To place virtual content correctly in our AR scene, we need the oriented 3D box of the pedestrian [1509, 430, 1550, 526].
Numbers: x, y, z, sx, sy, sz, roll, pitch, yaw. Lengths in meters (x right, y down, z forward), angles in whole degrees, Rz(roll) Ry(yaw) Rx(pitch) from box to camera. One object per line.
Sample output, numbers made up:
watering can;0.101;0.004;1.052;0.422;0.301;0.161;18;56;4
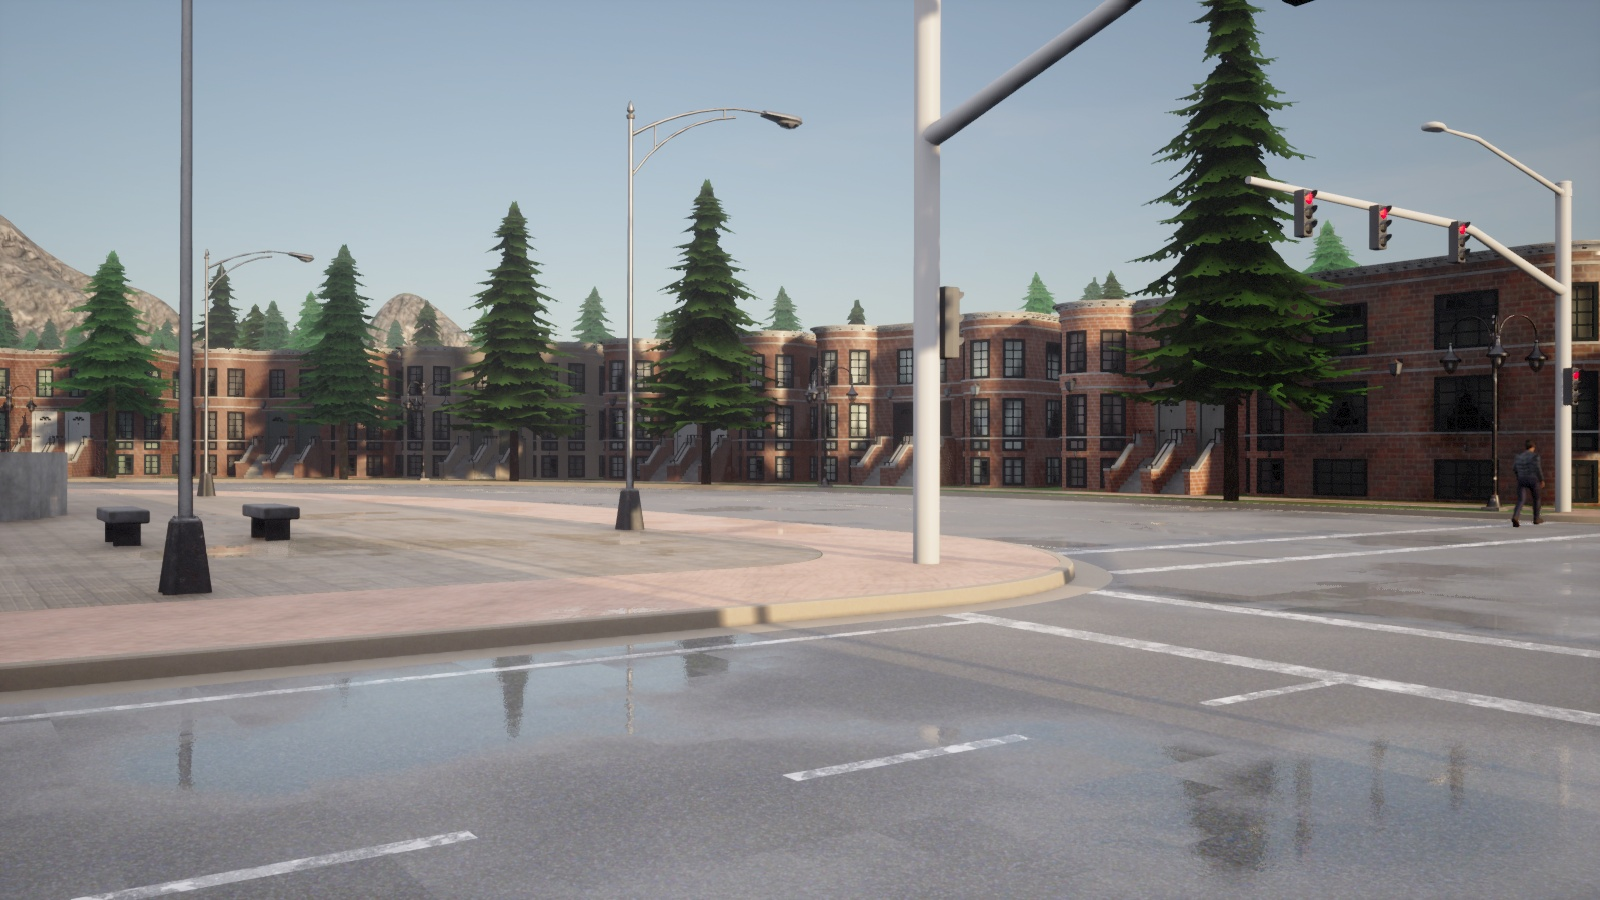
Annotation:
pedestrian;14.959;0.565;25.744;0.788;1.949;0.423;0;0;-33
